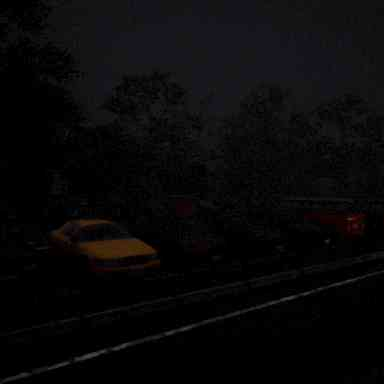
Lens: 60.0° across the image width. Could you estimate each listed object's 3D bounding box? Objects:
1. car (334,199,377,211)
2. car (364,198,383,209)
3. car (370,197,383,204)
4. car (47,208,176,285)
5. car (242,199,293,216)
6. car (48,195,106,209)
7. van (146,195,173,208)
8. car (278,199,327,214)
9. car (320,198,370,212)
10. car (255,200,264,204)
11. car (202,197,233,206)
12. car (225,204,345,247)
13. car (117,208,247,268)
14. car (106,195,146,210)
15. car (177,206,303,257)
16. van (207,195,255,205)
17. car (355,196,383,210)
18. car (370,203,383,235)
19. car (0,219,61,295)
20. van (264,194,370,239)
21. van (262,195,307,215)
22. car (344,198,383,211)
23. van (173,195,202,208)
[{"bbox_3d":[21.172,1.648,43.282,2.002,1.452,4.674,1,0,-35],"label":"car"},{"bbox_3d":[27.845,1.669,48.025,2.097,1.535,5.008,1,0,-35],"label":"car"},{"bbox_3d":[10.629,1.356,19.777,2.185,1.767,4.553,0,0,-35],"label":"car"},{"bbox_3d":[-2.818,1.496,9.948,1.946,1.575,5.366,0,0,-35],"label":"car"},{"bbox_3d":[7.508,1.520,33.604,2.163,1.488,4.792,0,0,-35],"label":"car"},{"bbox_3d":[-8.152,1.242,22.398,2.435,2.045,5.566,0,0,-35],"label":"car"},{"bbox_3d":[-3.586,1.261,25.536,1.878,1.987,4.442,0,0,-35],"label":"van"},{"bbox_3d":[12.158,1.554,36.841,2.163,1.488,4.792,1,0,-35],"label":"car"},{"bbox_3d":[19.020,1.584,41.528,1.946,1.575,5.366,1,0,-35],"label":"car"},{"bbox_3d":[5.357,1.512,32.075,2.163,1.488,4.792,0,0,-35],"label":"car"},{"bbox_3d":[0.858,1.480,28.846,2.097,1.535,5.008,0,0,-35],"label":"car"},{"bbox_3d":[3.879,1.518,14.903,2.163,1.488,4.792,0,0,-35],"label":"car"},{"bbox_3d":[-0.646,1.525,11.685,2.163,1.488,4.792,0,0,-35],"label":"car"},{"bbox_3d":[-5.895,1.239,24.003,2.435,2.045,5.566,0,0,-35],"label":"car"},{"bbox_3d":[1.617,1.522,13.294,2.163,1.488,4.792,0,0,-35],"label":"car"},{"bbox_3d":[3.194,1.254,30.368,1.878,1.987,4.442,0,0,-36],"label":"van"},{"bbox_3d":[25.566,1.523,46.449,2.185,1.767,4.553,1,0,-35],"label":"car"},{"bbox_3d":[8.370,1.512,18.168,2.163,1.488,4.792,0,0,-35],"label":"car"},{"bbox_3d":[-5.191,1.503,8.496,2.231,1.521,4.892,0,0,-35],"label":"car"},{"bbox_3d":[6.057,1.260,16.630,1.878,1.987,4.442,0,0,-35],"label":"van"},{"bbox_3d":[9.717,1.280,35.283,1.878,1.987,4.442,0,0,-35],"label":"van"},{"bbox_3d":[23.445,1.658,44.866,2.163,1.488,4.792,1,0,-35],"label":"car"},{"bbox_3d":[-1.464,1.257,27.331,1.878,1.987,4.442,0,0,-35],"label":"van"}]
